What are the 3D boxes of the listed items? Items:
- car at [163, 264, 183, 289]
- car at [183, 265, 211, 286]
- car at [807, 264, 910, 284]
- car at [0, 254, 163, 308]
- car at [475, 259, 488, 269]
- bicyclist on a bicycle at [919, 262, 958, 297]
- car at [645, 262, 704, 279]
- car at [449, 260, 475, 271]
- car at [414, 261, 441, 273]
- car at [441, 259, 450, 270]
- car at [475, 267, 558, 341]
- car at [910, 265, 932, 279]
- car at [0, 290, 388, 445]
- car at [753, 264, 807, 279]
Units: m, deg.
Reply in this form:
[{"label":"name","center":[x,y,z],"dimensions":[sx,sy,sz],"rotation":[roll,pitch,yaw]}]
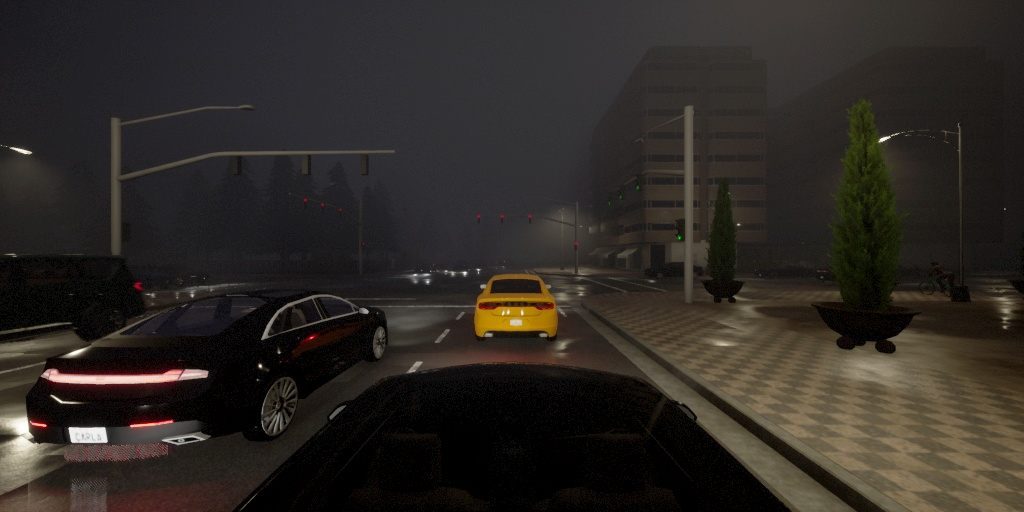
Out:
[{"label":"car","center":[-23.437,1.283,21.699],"dimensions":[5.008,1.535,1.882],"rotation":[0,0,0]},{"label":"car","center":[-24.022,1.310,25.209],"dimensions":[4.892,1.490,1.837],"rotation":[0,0,1]},{"label":"car","center":[24.335,1.298,25.347],"dimensions":[4.902,1.511,2.128],"rotation":[0,0,0]},{"label":"car","center":[-10.587,0.971,6.918],"dimensions":[2.150,2.045,5.566],"rotation":[0,0,0]},{"label":"car","center":[-5.343,1.255,58.434],"dimensions":[1.837,1.490,4.892],"rotation":[0,0,15]},{"label":"bicyclist on a bicycle","center":[20.283,1.106,17.043],"dimensions":[0.582,1.620,1.656],"rotation":[0,0,0]},{"label":"car","center":[14.639,1.283,32.510],"dimensions":[5.008,1.535,1.882],"rotation":[0,0,0]},{"label":"car","center":[-6.668,1.228,48.411],"dimensions":[1.882,1.535,5.008],"rotation":[0,0,3]},{"label":"car","center":[-10.379,1.351,43.627],"dimensions":[1.895,1.301,4.718],"rotation":[0,0,1]},{"label":"car","center":[-9.785,1.228,53.013],"dimensions":[1.882,1.535,5.008],"rotation":[0,0,7]},{"label":"car","center":[0.104,1.228,9.922],"dimensions":[1.882,1.535,5.008],"rotation":[0,0,0]},{"label":"car","center":[34.915,1.406,32.560],"dimensions":[4.718,1.301,1.895],"rotation":[0,0,0]},{"label":"car","center":[-3.424,1.242,5.339],"dimensions":[2.128,1.511,4.902],"rotation":[0,0,0]},{"label":"car","center":[24.715,1.406,32.539],"dimensions":[4.718,1.301,1.895],"rotation":[0,0,0]}]
